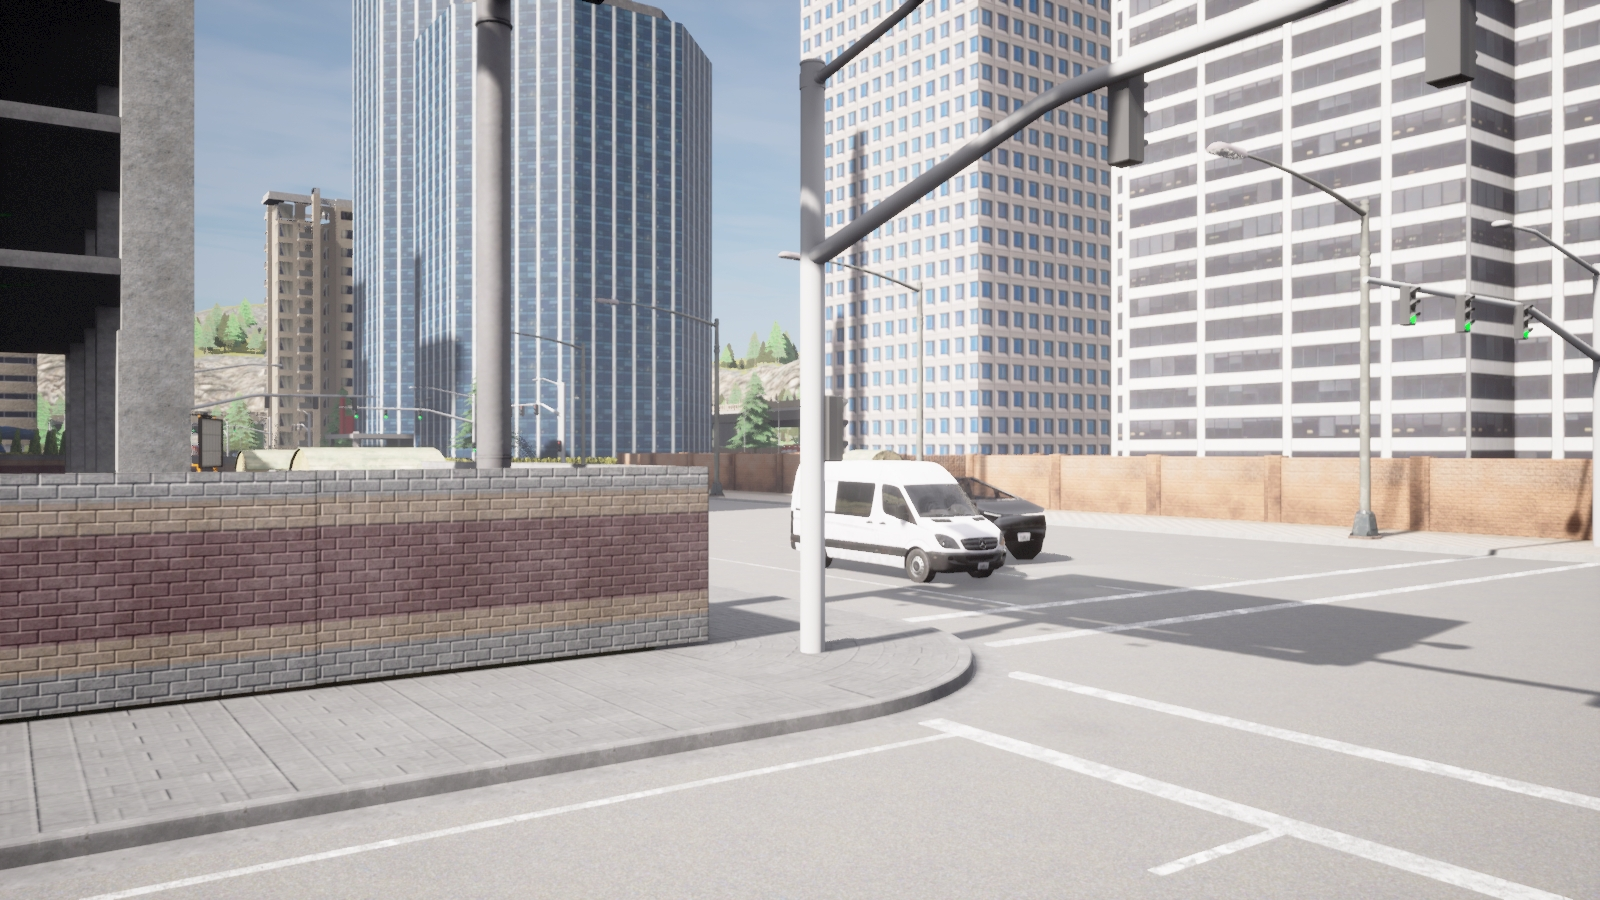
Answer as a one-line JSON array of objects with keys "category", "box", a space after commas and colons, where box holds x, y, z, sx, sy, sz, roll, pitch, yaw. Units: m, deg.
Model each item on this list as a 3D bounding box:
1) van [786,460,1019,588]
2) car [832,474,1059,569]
[{"category": "van", "box": [2.162, 1.533, 26.216, 1.988, 2.561, 5.915, 0, 0, -35]}, {"category": "car", "box": [3.654, 1.752, 30.193, 2.390, 2.098, 6.274, 0, 0, -35]}]
